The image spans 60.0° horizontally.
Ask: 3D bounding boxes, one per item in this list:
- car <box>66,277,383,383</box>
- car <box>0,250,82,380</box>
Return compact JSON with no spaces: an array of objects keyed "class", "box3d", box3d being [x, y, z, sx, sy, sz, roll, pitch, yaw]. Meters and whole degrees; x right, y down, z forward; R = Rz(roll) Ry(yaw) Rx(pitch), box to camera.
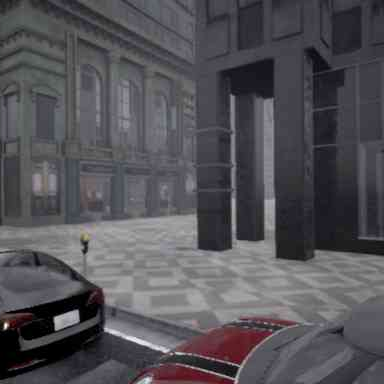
[{"class":"car","box3d":[1.348,1.440,2.007,4.097,1.590,1.967,0,-1,36]},{"class":"car","box3d":[-3.212,1.605,5.259,4.313,1.339,1.947,0,-1,36]}]
